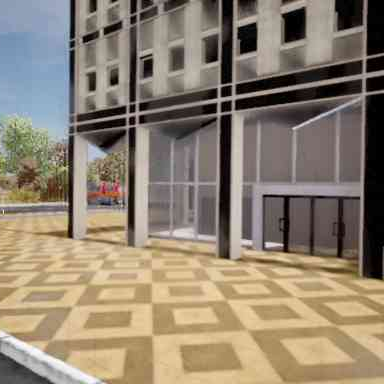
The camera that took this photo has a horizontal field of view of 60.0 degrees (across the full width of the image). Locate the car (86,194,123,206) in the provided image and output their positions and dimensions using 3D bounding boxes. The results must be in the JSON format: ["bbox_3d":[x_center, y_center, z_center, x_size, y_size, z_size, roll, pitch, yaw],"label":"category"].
[{"bbox_3d":[-13.922,1.412,51.692,2.033,1.411,5.357,1,1,38],"label":"car"}]

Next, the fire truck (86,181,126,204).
[{"bbox_3d":[-14.015,0.141,56.673,2.891,3.827,8.468,1,1,38],"label":"fire truck"}]
